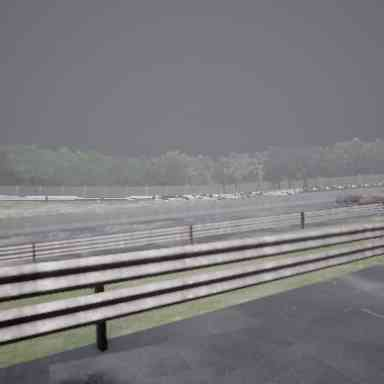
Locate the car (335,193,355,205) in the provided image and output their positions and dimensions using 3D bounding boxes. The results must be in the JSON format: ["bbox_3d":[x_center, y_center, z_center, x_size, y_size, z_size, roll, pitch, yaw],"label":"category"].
[{"bbox_3d":[22.219,0.928,46.447,4.902,1.511,2.128,-4,2,-24],"label":"car"}]

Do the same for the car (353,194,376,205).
[{"bbox_3d":[23.622,1.026,43.241,4.181,1.385,1.994,-4,2,-24],"label":"car"}]

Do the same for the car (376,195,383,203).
[{"bbox_3d":[25.023,0.980,40.034,4.892,1.490,1.837,-4,2,-24],"label":"car"}]
